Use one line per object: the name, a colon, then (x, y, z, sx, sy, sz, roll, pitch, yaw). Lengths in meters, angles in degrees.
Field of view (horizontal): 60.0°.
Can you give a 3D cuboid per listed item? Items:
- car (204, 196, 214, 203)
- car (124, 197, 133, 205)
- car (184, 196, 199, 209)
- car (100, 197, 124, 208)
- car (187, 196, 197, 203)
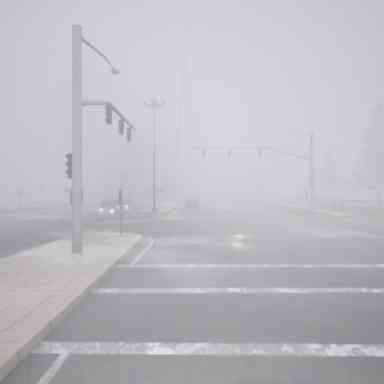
car: (3.493, 1.540, 69.263, 1.895, 1.301, 4.718, 0, 0, 0)
car: (-11.536, 1.550, 57.451, 1.895, 1.301, 4.718, 0, 0, 1)
car: (-0.005, 1.487, 43.797, 1.812, 1.442, 4.674, 0, 0, 0)
car: (-11.546, 1.559, 47.464, 1.895, 1.301, 4.718, 0, 0, 1)
car: (-0.007, 1.503, 69.231, 1.994, 1.385, 4.181, 0, 0, 0)
